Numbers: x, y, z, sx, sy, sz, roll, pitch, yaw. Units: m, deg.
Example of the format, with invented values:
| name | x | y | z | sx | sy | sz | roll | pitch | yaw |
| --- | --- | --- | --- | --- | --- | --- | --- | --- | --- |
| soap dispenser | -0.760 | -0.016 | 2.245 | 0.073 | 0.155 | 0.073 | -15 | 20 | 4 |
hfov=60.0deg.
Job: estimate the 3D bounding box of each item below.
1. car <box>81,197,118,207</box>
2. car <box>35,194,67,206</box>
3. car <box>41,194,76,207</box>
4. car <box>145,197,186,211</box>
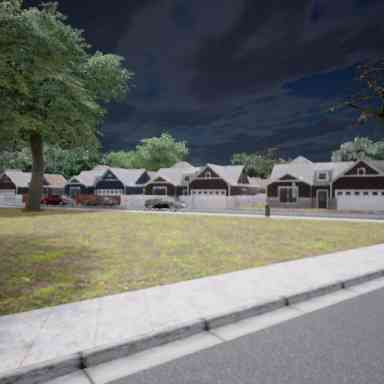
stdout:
| name | x | y | z | sx | sy | sz | roll | pitch | yaw |
| --- | --- | --- | --- | --- | --- | --- | --- | --- | --- |
| car | -12.661 | 1.355 | 45.643 | 5.357 | 1.411 | 2.033 | 0 | 0 | 28 |
| car | -21.187 | 1.127 | 50.007 | 4.553 | 1.767 | 2.097 | 0 | 0 | 27 |
| car | -18.067 | 1.057 | 45.292 | 4.553 | 1.767 | 2.097 | 0 | 0 | 27 |
| car | -3.022 | 1.333 | 37.371 | 4.902 | 1.511 | 2.128 | 0 | 0 | 28 |
